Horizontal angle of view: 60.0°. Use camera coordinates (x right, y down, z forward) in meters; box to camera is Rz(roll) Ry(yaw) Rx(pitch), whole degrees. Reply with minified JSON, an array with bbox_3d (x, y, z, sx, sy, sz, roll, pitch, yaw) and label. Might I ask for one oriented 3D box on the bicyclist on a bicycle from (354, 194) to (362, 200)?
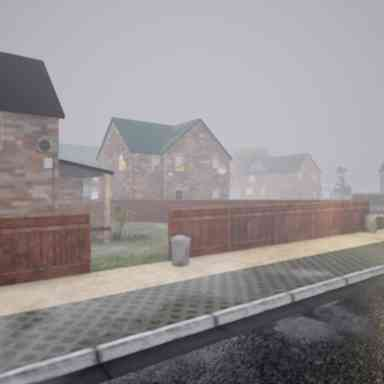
[{"bbox_3d":[19.011,1.035,38.043,1.656,1.620,0.582,0,0,-36],"label":"bicyclist on a bicycle"}]
